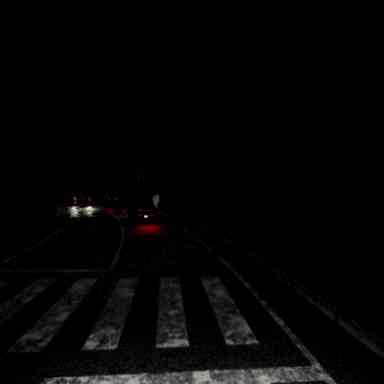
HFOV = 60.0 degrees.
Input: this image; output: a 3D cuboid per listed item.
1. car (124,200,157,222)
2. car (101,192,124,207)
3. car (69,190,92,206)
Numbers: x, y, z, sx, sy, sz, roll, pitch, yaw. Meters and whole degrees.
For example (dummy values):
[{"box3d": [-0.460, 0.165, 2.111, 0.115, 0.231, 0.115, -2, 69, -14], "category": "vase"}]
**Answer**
[{"box3d": [-3.820, 1.383, 25.275, 1.837, 1.490, 4.892, 1, 1, -15], "category": "car"}, {"box3d": [-9.659, 0.830, 40.441, 2.097, 1.767, 4.553, 1, 1, -25], "category": "car"}, {"box3d": [-13.323, 0.731, 39.581, 2.097, 1.767, 4.553, 1, 2, -27], "category": "car"}]
